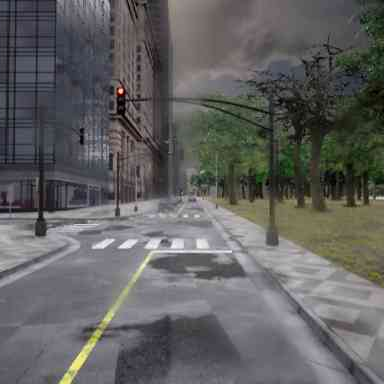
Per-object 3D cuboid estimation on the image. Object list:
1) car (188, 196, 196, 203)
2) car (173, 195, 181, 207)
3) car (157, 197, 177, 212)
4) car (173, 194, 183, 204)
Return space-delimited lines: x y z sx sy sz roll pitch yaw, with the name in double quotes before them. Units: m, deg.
"car" 0.092 1.753 79.422 2.128 1.511 4.902 0 0 0
"car" -3.039 1.611 50.141 1.837 1.490 4.892 0 0 0
"car" -3.082 1.616 39.411 2.033 1.411 5.357 0 0 -4
"car" -2.932 1.685 68.142 1.837 1.490 4.892 0 -1 0
